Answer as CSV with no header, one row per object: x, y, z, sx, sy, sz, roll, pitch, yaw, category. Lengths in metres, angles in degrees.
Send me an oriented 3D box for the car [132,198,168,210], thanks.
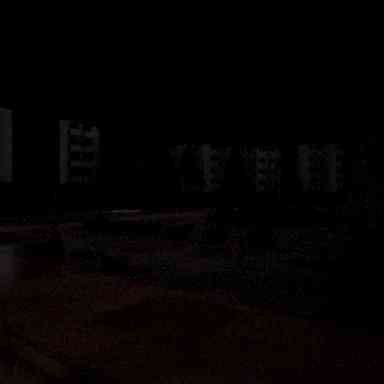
-5.471,1.582,43.462,4.892,1.490,1.837,0,0,-40,car

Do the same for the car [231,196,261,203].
8.489,1.257,51.906,5.008,1.535,1.882,0,0,-20,car
